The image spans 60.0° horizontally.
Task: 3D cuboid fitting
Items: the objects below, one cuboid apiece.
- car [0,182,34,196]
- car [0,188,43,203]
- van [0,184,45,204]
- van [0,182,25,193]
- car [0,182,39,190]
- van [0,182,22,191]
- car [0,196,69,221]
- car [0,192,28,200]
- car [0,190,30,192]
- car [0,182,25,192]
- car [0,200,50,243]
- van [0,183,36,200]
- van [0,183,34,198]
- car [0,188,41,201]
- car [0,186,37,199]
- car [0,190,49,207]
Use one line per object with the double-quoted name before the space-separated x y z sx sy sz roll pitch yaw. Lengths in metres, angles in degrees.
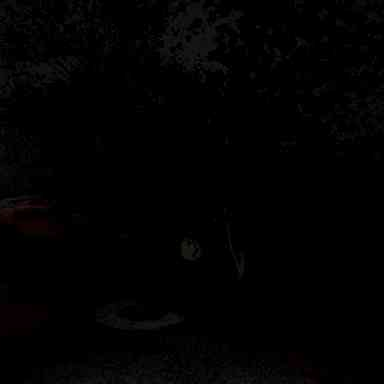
"car" -27.436 -0.438 51.059 5.566 2.045 2.435 1 1 -30
"car" -19.188 0.379 36.803 4.792 1.488 2.163 1 2 -30
"van" -17.725 0.230 34.439 4.442 1.987 1.878 1 2 -30
"van" -34.269 -0.847 63.246 4.442 1.987 1.878 1 1 -30
"car" -14.982 0.427 29.487 5.566 2.045 2.435 1 2 -30
"van" -39.784 -1.193 72.850 4.442 1.987 1.878 1 1 -30
"car" -10.885 1.049 22.278 4.674 1.452 2.002 1 2 -30
"car" -8.156 1.100 17.598 4.553 1.767 2.185 1 2 -30
"car" -12.420 0.893 24.587 5.366 1.575 1.946 1 2 -30
"car" -38.530 -1.134 70.376 5.566 2.045 2.435 1 1 -30
"car" -6.813 1.336 15.182 5.008 1.535 2.097 1 2 -30
"van" -21.983 -0.064 41.402 4.442 1.987 1.878 1 1 -30
"van" -24.553 -0.237 46.330 4.442 1.987 1.878 1 1 -30
"car" -20.501 0.285 39.091 4.792 1.488 2.163 1 1 -30
"car" -23.278 0.073 43.878 5.008 1.535 2.097 1 1 -30
"car" -16.419 0.596 31.866 4.792 1.488 2.163 1 2 -30
